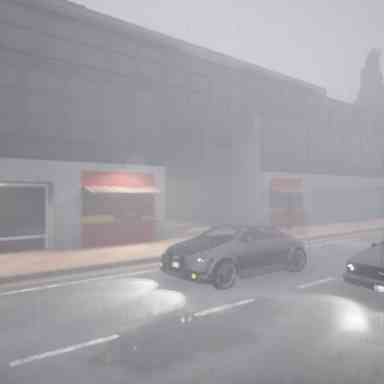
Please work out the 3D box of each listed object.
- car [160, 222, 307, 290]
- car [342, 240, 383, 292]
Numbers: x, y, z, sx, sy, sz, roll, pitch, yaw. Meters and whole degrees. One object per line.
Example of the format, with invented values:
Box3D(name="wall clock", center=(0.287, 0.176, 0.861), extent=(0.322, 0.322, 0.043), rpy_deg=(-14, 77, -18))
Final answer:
Box3D(name="car", center=(1.242, 1.558, 9.128), extent=(4.181, 1.385, 1.994), rpy_deg=(0, 0, -35))
Box3D(name="car", center=(5.954, 1.538, 8.158), extent=(5.357, 1.411, 2.033), rpy_deg=(0, 0, -35))
